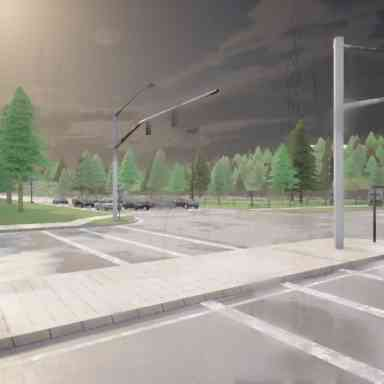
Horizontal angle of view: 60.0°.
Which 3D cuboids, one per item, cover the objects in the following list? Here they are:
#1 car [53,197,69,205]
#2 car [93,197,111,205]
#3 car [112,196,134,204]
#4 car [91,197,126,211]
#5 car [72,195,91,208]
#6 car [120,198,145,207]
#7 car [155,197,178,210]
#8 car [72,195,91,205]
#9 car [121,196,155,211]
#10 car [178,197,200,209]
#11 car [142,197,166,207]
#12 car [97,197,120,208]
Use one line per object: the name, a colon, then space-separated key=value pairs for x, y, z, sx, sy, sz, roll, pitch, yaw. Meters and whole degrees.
car: x=-23.386 y=1.564 z=59.267 sx=1.994 sy=1.385 sz=4.181 roll=0 pitch=0 yaw=-35
car: x=-16.788 y=1.564 z=62.043 sx=1.994 sy=1.385 sz=4.181 roll=0 pitch=0 yaw=-35
car: x=-13.060 y=1.547 z=62.823 sx=2.033 sy=1.411 sz=5.357 roll=0 pitch=0 yaw=-35
car: x=-10.164 y=1.601 z=40.323 sx=1.895 sy=1.301 sz=4.718 roll=0 pitch=0 yaw=-35
car: x=-15.705 y=1.547 z=48.226 sx=2.033 sy=1.411 sz=5.357 roll=0 pitch=0 yaw=-35
car: x=-9.154 y=1.601 z=51.078 sx=1.895 sy=1.301 sz=4.718 roll=0 pitch=0 yaw=-35
car: x=-4.131 y=1.564 z=43.914 sx=1.994 sy=1.385 sz=4.181 roll=0 pitch=0 yaw=-35
car: x=-20.363 y=1.354 z=61.047 sx=2.097 sy=1.767 sz=4.553 roll=0 pitch=0 yaw=-35
car: x=-7.120 y=1.547 z=42.077 sx=2.033 sy=1.411 sz=5.357 roll=0 pitch=0 yaw=-35
car: x=-0.919 y=1.505 z=45.428 sx=1.837 sy=1.490 sz=4.892 roll=0 pitch=0 yaw=-35
car: x=-6.009 y=1.564 z=52.702 sx=1.994 sy=1.385 sz=4.181 roll=0 pitch=0 yaw=-35
car: x=-12.480 y=1.526 z=49.729 sx=1.812 sy=1.442 sz=4.674 roll=0 pitch=0 yaw=-35
